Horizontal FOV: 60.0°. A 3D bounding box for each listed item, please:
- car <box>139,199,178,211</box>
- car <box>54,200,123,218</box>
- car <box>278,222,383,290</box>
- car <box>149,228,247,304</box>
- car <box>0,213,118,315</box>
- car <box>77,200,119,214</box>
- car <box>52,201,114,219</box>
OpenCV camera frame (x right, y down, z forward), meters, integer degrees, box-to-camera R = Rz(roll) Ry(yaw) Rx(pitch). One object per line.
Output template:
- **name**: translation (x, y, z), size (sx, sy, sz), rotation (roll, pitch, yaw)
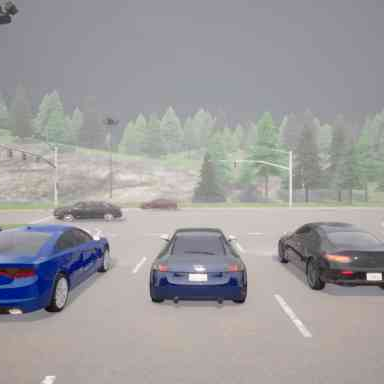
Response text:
- **car**: translation (-4.043, 1.525, 40.428), size (4.674, 1.442, 1.812), rotation (0, 0, -10)
- **car**: translation (-7.792, 1.506, 25.430), size (4.892, 1.490, 1.837), rotation (1, 0, -12)
- **car**: translation (3.678, 1.526, 8.949), size (1.812, 1.442, 4.674), rotation (0, 0, 1)
- **car**: translation (0.161, 1.564, 8.211), size (1.994, 1.385, 4.181), rotation (0, 0, 1)
- **car**: translation (-3.351, 1.478, 7.713), size (1.882, 1.535, 5.008), rotation (0, 0, 1)
- **car**: translation (-10.019, 1.564, 35.660), size (4.181, 1.385, 1.994), rotation (0, 0, -12)
- **car**: translation (-9.293, 1.506, 28.675), size (4.892, 1.490, 1.837), rotation (1, 0, -13)
